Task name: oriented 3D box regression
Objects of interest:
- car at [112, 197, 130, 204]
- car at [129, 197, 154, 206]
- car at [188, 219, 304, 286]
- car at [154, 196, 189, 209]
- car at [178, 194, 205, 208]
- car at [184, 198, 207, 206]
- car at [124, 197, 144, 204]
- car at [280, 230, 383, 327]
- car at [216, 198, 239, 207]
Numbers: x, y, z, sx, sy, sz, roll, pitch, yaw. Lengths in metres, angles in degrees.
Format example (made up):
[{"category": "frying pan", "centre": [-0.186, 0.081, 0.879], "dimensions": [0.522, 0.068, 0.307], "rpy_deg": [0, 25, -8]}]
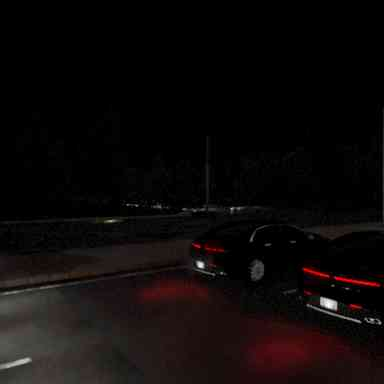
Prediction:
[{"category": "car", "centre": [-14.411, 1.658, 66.108], "dimensions": [2.128, 1.511, 4.902], "rpy_deg": [0, 0, -34]}, {"category": "car", "centre": [-8.641, 1.767, 57.764], "dimensions": [1.895, 1.301, 4.718], "rpy_deg": [0, 0, -35]}, {"category": "car", "centre": [2.187, 1.552, 9.646], "dimensions": [4.892, 1.490, 1.837], "rpy_deg": [0, 0, -35]}, {"category": "car", "centre": [-3.151, 1.712, 49.900], "dimensions": [2.033, 1.411, 5.357], "rpy_deg": [0, 0, -35]}, {"category": "car", "centre": [-0.385, 1.408, 52.038], "dimensions": [2.150, 2.045, 5.566], "rpy_deg": [0, 0, -36]}, {"category": "car", "centre": [0.629, 1.832, 62.860], "dimensions": [1.895, 1.301, 4.718], "rpy_deg": [0, 0, -35]}, {"category": "car", "centre": [-12.044, 1.728, 68.859], "dimensions": [2.033, 1.411, 5.357], "rpy_deg": [0, 0, -35]}, {"category": "car", "centre": [4.189, 1.552, 6.775], "dimensions": [4.892, 1.490, 1.837], "rpy_deg": [0, 0, -35]}, {"category": "car", "centre": [5.843, 1.756, 55.397], "dimensions": [1.812, 1.442, 4.674], "rpy_deg": [0, 0, -35]}]
